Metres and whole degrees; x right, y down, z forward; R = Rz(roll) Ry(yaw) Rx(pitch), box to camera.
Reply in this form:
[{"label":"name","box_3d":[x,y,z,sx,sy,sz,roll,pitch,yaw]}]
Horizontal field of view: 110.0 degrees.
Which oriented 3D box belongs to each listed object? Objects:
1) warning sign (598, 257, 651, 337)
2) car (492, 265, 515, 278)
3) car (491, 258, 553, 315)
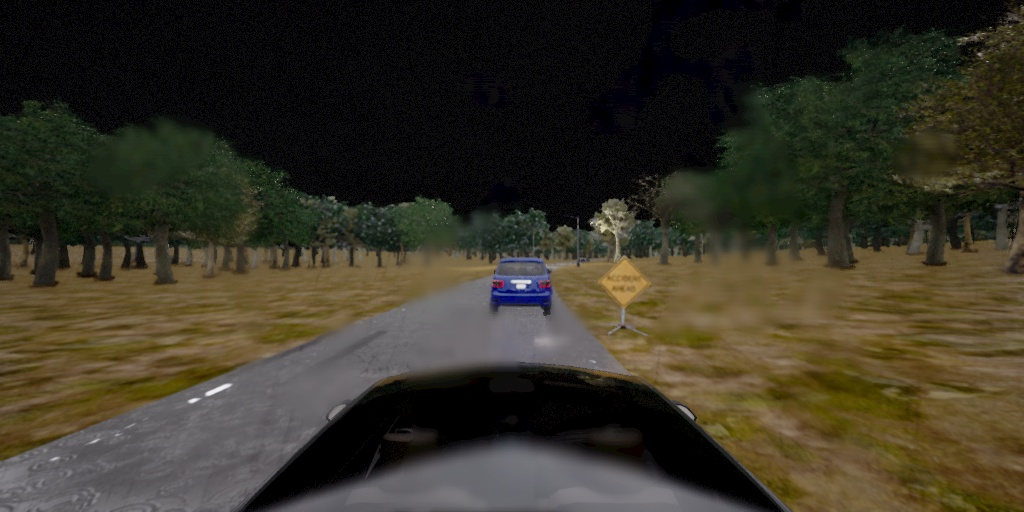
[{"label":"warning sign","box_3d":[2.756,0.940,8.973,1.300,1.860,1.060,0,0,2]},{"label":"car","box_3d":[-0.838,1.659,39.348,1.895,1.301,4.718,0,0,7]},{"label":"car","box_3d":[0.418,1.098,14.379,2.150,2.045,5.566,0,0,3]}]
